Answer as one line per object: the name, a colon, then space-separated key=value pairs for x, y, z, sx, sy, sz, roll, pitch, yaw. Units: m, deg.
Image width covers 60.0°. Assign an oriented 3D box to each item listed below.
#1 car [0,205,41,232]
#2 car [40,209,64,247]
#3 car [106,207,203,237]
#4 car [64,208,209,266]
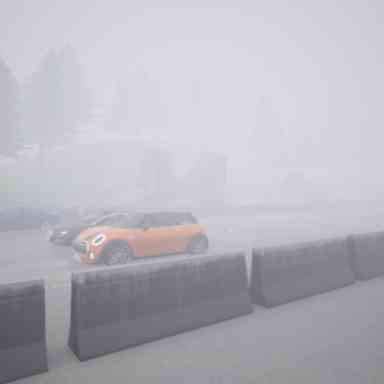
car: x=-9.870 y=1.509 z=18.451 sx=5.008 sy=1.535 sz=1.882 roll=1 pitch=0 yaw=-36
car: x=-3.578 y=1.552 z=14.350 sx=4.902 sy=1.511 sz=2.128 roll=1 pitch=0 yaw=-36
car: x=-2.112 y=1.648 z=19.713 sx=5.357 sy=1.411 sz=2.033 roll=1 pitch=0 yaw=-36
car: x=-1.653 y=1.411 z=11.423 sx=4.553 sy=1.767 sz=2.097 roll=1 pitch=0 yaw=-36
